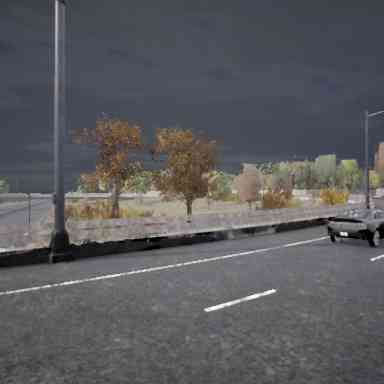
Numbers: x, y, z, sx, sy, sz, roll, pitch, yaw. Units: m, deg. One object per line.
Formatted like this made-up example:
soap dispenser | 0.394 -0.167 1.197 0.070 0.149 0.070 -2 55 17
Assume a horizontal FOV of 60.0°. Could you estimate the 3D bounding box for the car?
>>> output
car | 7.922 1.493 15.180 4.902 1.511 2.128 0 0 -44
